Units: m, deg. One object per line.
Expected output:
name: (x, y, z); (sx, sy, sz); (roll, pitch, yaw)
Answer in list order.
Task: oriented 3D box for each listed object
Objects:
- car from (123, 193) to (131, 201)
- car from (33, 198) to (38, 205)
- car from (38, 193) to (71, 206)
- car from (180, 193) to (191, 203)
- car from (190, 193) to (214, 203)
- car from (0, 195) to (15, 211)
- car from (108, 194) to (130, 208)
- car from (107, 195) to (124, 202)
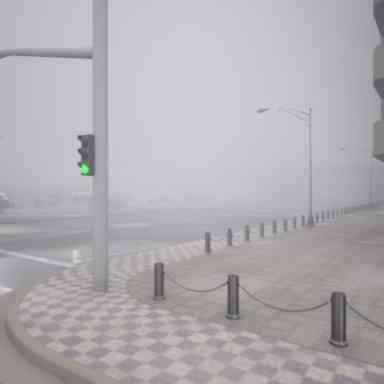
car: (-15.881, 1.231, 77.566); (1.905, 1.878, 3.866); (0, 0, 36)
car: (-28.487, 1.440, 65.153); (1.784, 1.438, 3.905); (0, 0, 36)
car: (-26.184, 1.228, 63.395); (1.932, 1.855, 4.605); (0, 0, 36)
car: (-0.001, 1.224, 66.037); (1.905, 1.878, 3.866); (0, 0, 36)
car: (2.306, 1.220, 64.288); (1.932, 1.855, 4.605); (0, 0, 36)
car: (-26.033, 1.467, 44.709); (1.970, 1.475, 3.806); (0, 0, 36)
car: (-12.476, 1.465, 53.515); (1.970, 1.475, 3.806); (0, 0, 36)
car: (-18.214, 1.471, 79.280); (1.970, 1.475, 3.806); (0, 0, 36)
